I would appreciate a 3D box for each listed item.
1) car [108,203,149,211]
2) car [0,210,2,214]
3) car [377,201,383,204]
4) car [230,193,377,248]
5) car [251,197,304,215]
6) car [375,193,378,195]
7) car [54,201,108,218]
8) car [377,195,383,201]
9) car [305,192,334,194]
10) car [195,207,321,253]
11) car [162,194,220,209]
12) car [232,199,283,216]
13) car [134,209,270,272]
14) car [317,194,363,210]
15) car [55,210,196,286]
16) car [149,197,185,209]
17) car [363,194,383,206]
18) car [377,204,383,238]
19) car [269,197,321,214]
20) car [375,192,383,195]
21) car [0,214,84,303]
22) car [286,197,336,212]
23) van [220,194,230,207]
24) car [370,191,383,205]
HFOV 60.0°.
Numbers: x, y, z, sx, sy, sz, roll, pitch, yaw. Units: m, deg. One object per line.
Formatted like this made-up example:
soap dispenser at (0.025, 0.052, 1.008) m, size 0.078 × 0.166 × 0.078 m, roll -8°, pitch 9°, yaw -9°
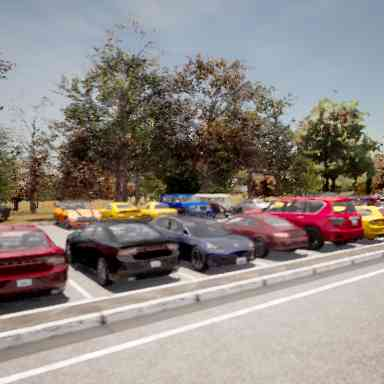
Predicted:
car at (-5.330, 1.505, 23.658) m, size 2.097 × 1.535 × 5.008 m, roll -1°, pitch 0°, yaw -35°
car at (-12.205, 1.294, 18.888) m, size 2.435 × 2.045 × 5.566 m, roll 0°, pitch 0°, yaw -35°
car at (9.036, 1.424, 17.980) m, size 1.946 × 1.575 × 5.366 m, roll -1°, pitch 0°, yaw -35°
car at (4.563, 1.229, 14.659) m, size 2.435 × 2.045 × 5.566 m, roll -1°, pitch 0°, yaw -35°
car at (8.454, 1.344, 33.318) m, size 2.097 × 1.535 × 5.008 m, roll -1°, pitch 0°, yaw -35°
car at (19.864, 1.242, 41.300) m, size 2.002 × 1.452 × 4.674 m, roll -1°, pitch 0°, yaw -35°
car at (-7.634, 1.401, 22.091) m, size 2.185 × 1.767 × 4.553 m, roll 0°, pitch 0°, yaw -35°
car at (11.337, 1.276, 19.326) m, size 2.185 × 1.767 × 4.553 m, roll -1°, pitch 0°, yaw -35°
car at (15.317, 1.009, 38.080) m, size 2.435 × 2.045 × 5.566 m, roll -1°, pitch 0°, yaw -35°
car at (2.303, 1.547, 13.039) m, size 2.002 × 1.452 × 4.674 m, roll -1°, pitch 0°, yaw -35°
car at (-0.655, 1.200, 26.902) m, size 2.435 × 2.045 × 5.566 m, roll -1°, pitch 0°, yaw -35°
car at (6.174, 1.411, 31.719) m, size 2.002 × 1.452 × 4.674 m, roll -1°, pitch 0°, yaw -35°
car at (0.036, 1.558, 11.420) m, size 2.163 × 1.488 × 4.792 m, roll -1°, pitch 0°, yaw -35°
car at (17.600, 1.106, 39.674) m, size 2.185 × 1.767 × 4.553 m, roll -1°, pitch 0°, yaw -35°
car at (-2.261, 1.542, 9.842) m, size 2.097 × 1.535 × 5.008 m, roll 0°, pitch 0°, yaw -35°
car at (-3.057, 1.474, 25.482) m, size 1.946 × 1.575 × 5.366 m, roll -1°, pitch 0°, yaw -35°
car at (26.707, 1.111, 46.091) m, size 2.097 × 1.535 × 5.008 m, roll -1°, pitch 0°, yaw -35°
car at (6.865, 1.453, 16.228) m, size 2.097 × 1.535 × 5.008 m, roll -1°, pitch 0°, yaw -35°
car at (10.735, 1.317, 34.916) m, size 2.231 × 1.521 × 4.892 m, roll -1°, pitch 0°, yaw -35°
car at (22.150, 1.173, 42.890) m, size 2.097 × 1.535 × 5.008 m, roll -1°, pitch 0°, yaw -35°
car at (-4.546, 1.548, 8.241) m, size 2.097 × 1.535 × 5.008 m, roll 0°, pitch 0°, yaw -35°
car at (13.003, 1.318, 36.530) m, size 2.163 × 1.488 × 4.792 m, roll -1°, pitch 0°, yaw -35°
van at (1.678, 1.199, 28.427) m, size 1.878 × 1.987 × 4.442 m, roll -1°, pitch 0°, yaw -35°
car at (29.006, 0.829, 47.661) m, size 2.435 × 2.045 × 5.566 m, roll -1°, pitch 0°, yaw -35°
